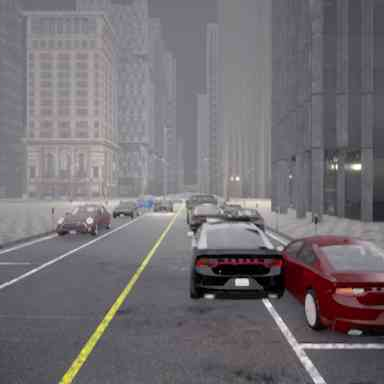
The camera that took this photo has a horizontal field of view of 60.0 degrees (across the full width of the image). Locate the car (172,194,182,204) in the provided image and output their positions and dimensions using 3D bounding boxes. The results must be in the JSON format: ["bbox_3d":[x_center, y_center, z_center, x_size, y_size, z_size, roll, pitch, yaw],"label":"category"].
[{"bbox_3d":[-2.879,1.257,60.890,2.097,1.767,4.553,0,0,0],"label":"car"}]

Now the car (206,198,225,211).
[{"bbox_3d":[2.841,1.495,40.560,2.008,1.369,4.403,0,0,0],"label":"car"}]

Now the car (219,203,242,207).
[{"bbox_3d":[2.796,1.530,17.998,2.008,1.369,4.403,0,0,0],"label":"car"}]

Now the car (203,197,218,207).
[{"bbox_3d":[2.864,1.473,51.843,2.008,1.369,4.403,0,0,0],"label":"car"}]

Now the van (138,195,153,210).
[{"bbox_3d":[-5.685,1.285,40.576,1.690,1.788,3.998,0,0,0],"label":"van"}]

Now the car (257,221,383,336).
[{"bbox_3d":[2.773,1.538,6.717,1.887,1.381,4.507,0,0,0],"label":"car"}]

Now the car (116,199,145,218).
[{"bbox_3d":[-5.707,1.529,29.295,1.947,1.339,4.313,0,0,0],"label":"car"}]

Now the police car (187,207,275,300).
[{"bbox_3d":[0.904,1.418,8.565,1.930,1.638,5.238,0,0,0],"label":"police car"}]

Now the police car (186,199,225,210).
[{"bbox_3d":[0.809,1.404,18.538,1.930,1.638,5.238,0,0,-2],"label":"police car"}]

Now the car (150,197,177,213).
[{"bbox_3d":[-3.014,1.516,35.915,1.994,1.385,4.181,0,0,0],"label":"car"}]

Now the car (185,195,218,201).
[{"bbox_3d":[0.725,1.194,24.486,2.150,2.045,5.566,0,0,0],"label":"car"}]

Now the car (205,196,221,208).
[{"bbox_3d":[2.852,1.374,46.202,1.967,1.590,4.097,0,0,0],"label":"car"}]

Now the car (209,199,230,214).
[{"bbox_3d":[2.830,1.479,35.090,1.752,1.417,4.829,0,0,0],"label":"car"}]

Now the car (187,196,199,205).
[{"bbox_3d":[0.116,1.474,58.096,1.994,1.385,4.181,0,0,0],"label":"car"}]

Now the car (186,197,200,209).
[{"bbox_3d":[0.122,1.440,45.535,1.837,1.490,4.892,0,0,1],"label":"car"}]

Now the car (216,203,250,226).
[{"bbox_3d":[2.807,1.538,23.638,1.947,1.339,4.313,0,0,0],"label":"car"}]

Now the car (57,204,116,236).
[{"bbox_3d":[-5.730,1.420,18.012,1.967,1.590,4.097,0,0,0],"label":"car"}]
